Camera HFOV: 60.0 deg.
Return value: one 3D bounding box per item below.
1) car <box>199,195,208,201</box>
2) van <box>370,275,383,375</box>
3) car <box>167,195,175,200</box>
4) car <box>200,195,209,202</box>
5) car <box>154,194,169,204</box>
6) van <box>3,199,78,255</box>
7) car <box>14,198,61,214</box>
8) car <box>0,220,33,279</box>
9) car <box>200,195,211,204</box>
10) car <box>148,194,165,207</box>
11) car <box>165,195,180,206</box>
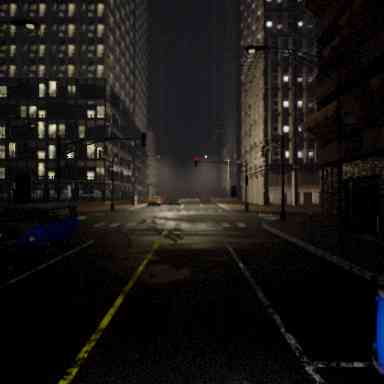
[{"bbox_3d":[2.735,1.488,78.966,1.947,1.339,4.313,1,0,0],"label":"car"},{"bbox_3d":[2.709,1.339,1.926,1.690,1.788,3.998,1,0,0],"label":"van"},{"bbox_3d":[-5.641,1.457,90.050,1.887,1.381,4.507,1,0,0],"label":"car"},{"bbox_3d":[2.734,1.453,73.559,1.752,1.417,4.829,1,0,0],"label":"car"},{"bbox_3d":[-5.647,1.254,62.174,2.192,1.841,5.009,1,0,0],"label":"car"},{"bbox_3d":[-5.804,1.329,12.958,1.690,1.788,3.998,1,0,0],"label":"van"},{"bbox_3d":[-16.477,1.463,35.608,4.097,1.590,1.967,0,-1,0],"label":"car"},{"bbox_3d":[-5.641,1.559,7.417,1.947,1.339,4.313,1,0,0],"label":"car"},{"bbox_3d":[2.727,1.520,62.233,1.802,1.307,4.206,1,0,0],"label":"car"},{"bbox_3d":[-5.654,1.390,51.024,1.967,1.590,4.097,1,0,0],"label":"car"},{"bbox_3d":[-2.978,1.514,52.995,1.812,1.442,4.674,0,1,0],"label":"car"}]
